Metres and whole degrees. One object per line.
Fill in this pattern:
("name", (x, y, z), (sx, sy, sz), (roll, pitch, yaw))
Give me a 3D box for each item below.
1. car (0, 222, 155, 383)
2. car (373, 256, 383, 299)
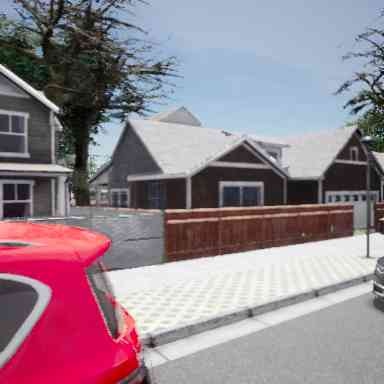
("car", (-2.782, 1.222, 1.074), (5.566, 2.045, 2.150), (0, 0, -35))
("car", (5.811, 1.496, 7.203), (4.902, 1.511, 2.128), (0, 0, -35))
